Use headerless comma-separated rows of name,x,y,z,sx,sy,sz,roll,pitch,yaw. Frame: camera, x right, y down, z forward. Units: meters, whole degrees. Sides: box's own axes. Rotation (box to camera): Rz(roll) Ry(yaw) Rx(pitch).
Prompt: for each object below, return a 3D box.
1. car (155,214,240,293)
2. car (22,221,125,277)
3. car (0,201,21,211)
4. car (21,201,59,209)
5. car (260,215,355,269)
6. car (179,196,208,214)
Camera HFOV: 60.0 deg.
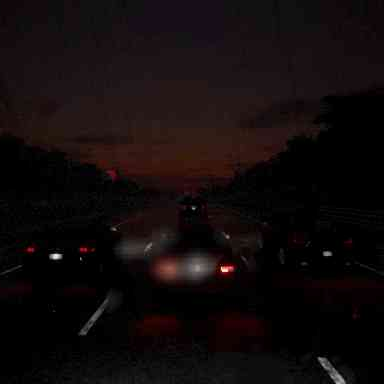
car,0.109,1.563,8.992,2.033,1.411,5.357,0,0,0
car,-3.389,1.584,10.283,1.994,1.385,4.181,0,0,0
car,-17.561,1.643,32.890,2.128,1.511,4.902,0,0,0
car,-14.064,1.670,31.810,1.812,1.442,4.674,0,0,0
car,3.610,1.502,11.309,1.882,1.535,5.008,0,0,0
car,0.128,1.341,27.625,2.150,2.045,5.566,0,0,0
